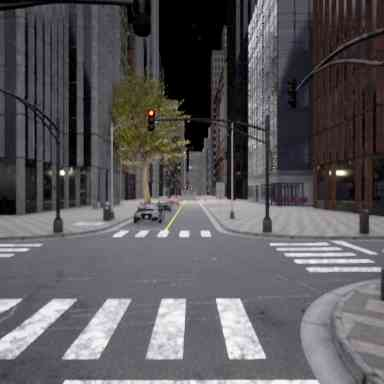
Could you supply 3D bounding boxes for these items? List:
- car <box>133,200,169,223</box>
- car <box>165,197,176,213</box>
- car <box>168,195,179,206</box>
[{"bbox_3d":[-3.134,1.546,25.053,1.994,1.385,4.181,0,0,1],"label":"car"},{"bbox_3d":[-3.164,1.573,37.178,1.895,1.301,4.718,0,0,0],"label":"car"},{"bbox_3d":[-3.155,1.311,53.144,2.097,1.767,4.553,0,0,0],"label":"car"}]
